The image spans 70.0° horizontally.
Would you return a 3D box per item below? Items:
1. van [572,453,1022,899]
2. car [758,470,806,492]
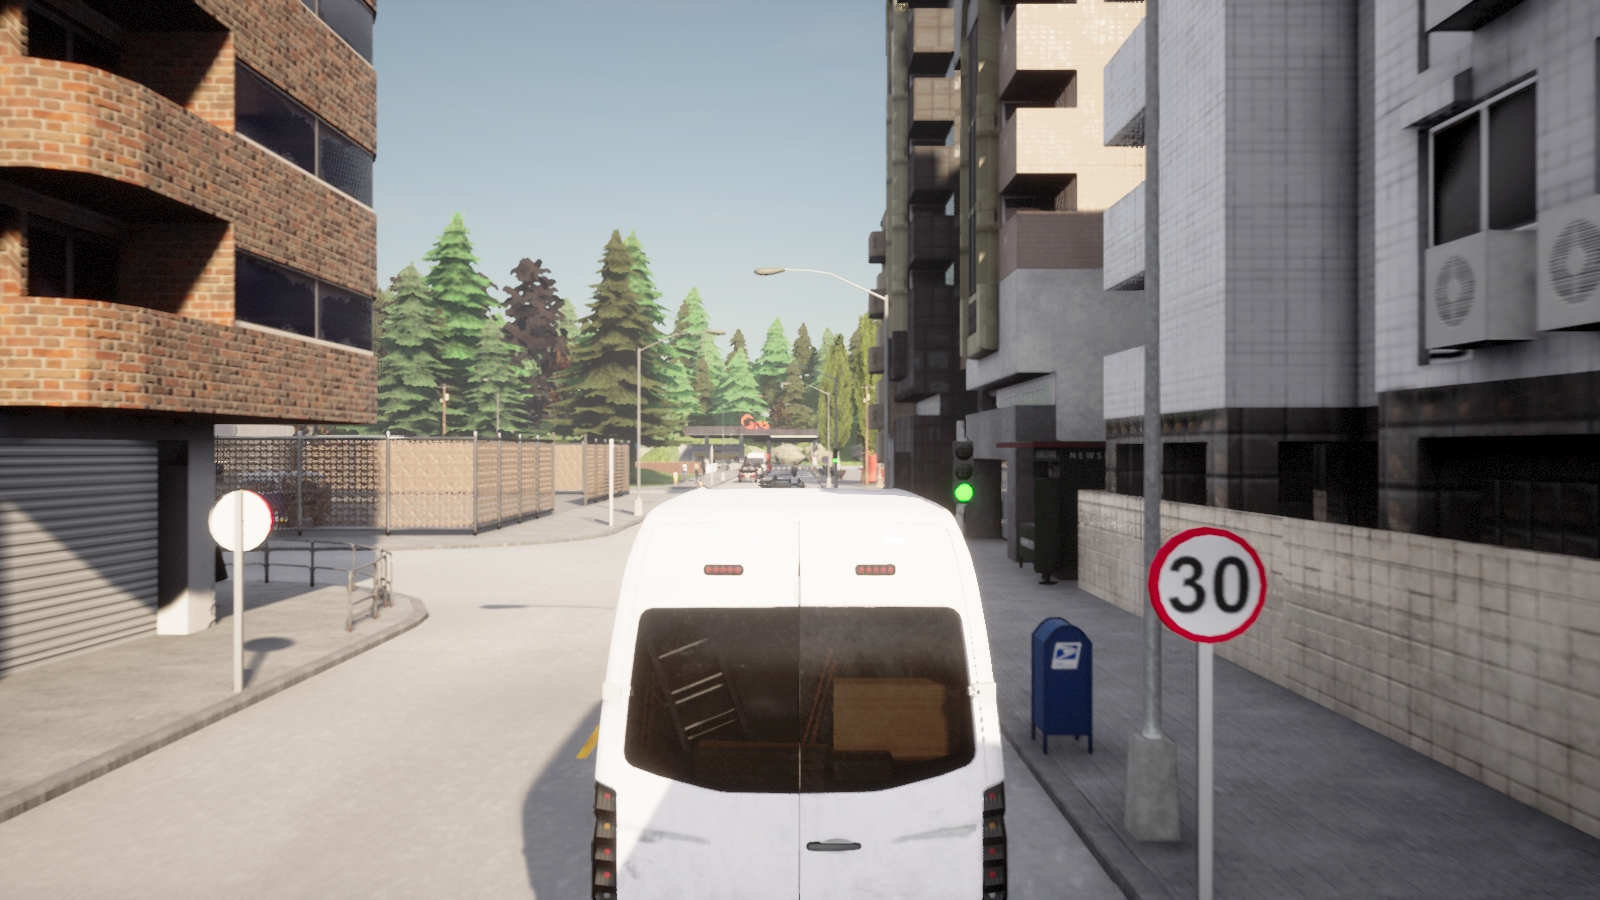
[{"bbox_3d":[-0.024,1.318,8.016,1.988,2.561,5.915,0,0,0],"label":"van"},{"bbox_3d":[-1.199,1.957,72.989,1.895,1.301,4.718,0,0,-17],"label":"car"}]
